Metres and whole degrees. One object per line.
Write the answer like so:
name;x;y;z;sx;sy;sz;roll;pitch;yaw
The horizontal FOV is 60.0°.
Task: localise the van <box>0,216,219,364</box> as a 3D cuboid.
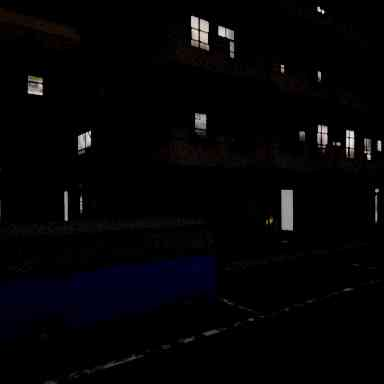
van;-1.431;1.341;5.550;3.998;1.788;1.690;0;0;-35
